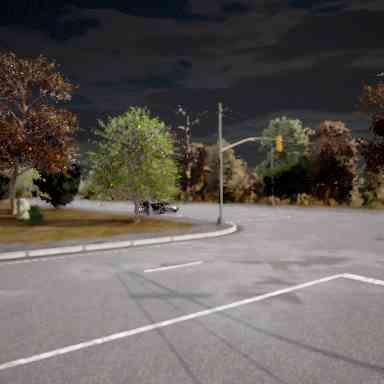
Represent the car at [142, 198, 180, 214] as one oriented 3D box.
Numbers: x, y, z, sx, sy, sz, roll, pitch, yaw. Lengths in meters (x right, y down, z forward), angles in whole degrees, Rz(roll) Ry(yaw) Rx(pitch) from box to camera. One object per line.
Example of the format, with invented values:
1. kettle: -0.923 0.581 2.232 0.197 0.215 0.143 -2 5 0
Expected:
1. car: -3.189 1.346 33.612 2.128 1.511 4.902 -1 1 -38
